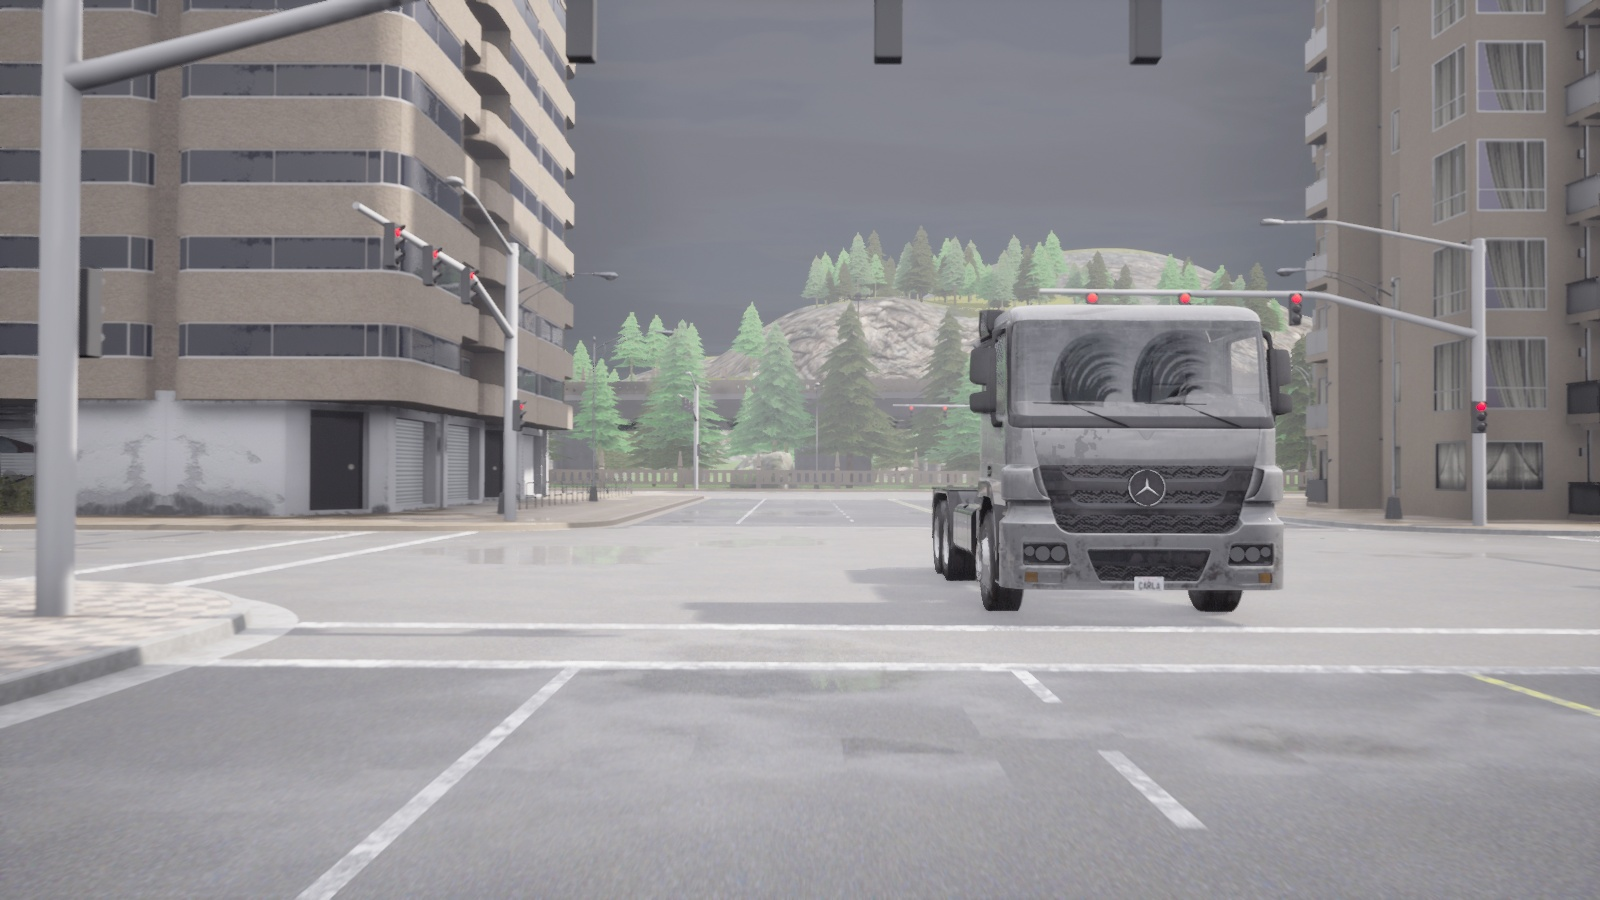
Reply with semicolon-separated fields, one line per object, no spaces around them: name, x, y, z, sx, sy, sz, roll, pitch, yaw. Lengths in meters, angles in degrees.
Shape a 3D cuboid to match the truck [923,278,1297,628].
truck;3.458;0.094;16.429;2.891;3.462;7.936;0;-1;0
